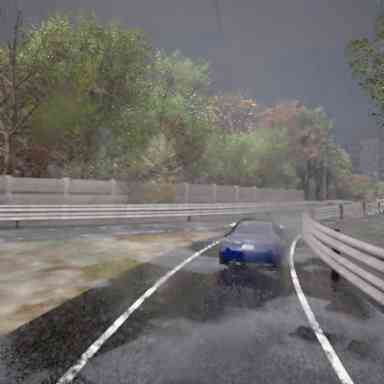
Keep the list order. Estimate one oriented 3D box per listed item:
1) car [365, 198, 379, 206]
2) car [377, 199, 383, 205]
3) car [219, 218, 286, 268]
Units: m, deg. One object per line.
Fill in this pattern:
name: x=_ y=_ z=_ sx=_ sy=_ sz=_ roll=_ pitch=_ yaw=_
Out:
car: x=37.506 y=2.062 z=69.245 sx=1.994 sy=1.385 sz=4.181 roll=1 pitch=-1 yaw=38
car: x=35.743 y=2.001 z=61.633 sx=1.882 sy=1.535 sz=5.008 roll=1 pitch=-1 yaw=38
car: x=2.273 y=1.623 z=11.791 sx=1.994 sy=1.385 sz=4.181 roll=1 pitch=0 yaw=17
